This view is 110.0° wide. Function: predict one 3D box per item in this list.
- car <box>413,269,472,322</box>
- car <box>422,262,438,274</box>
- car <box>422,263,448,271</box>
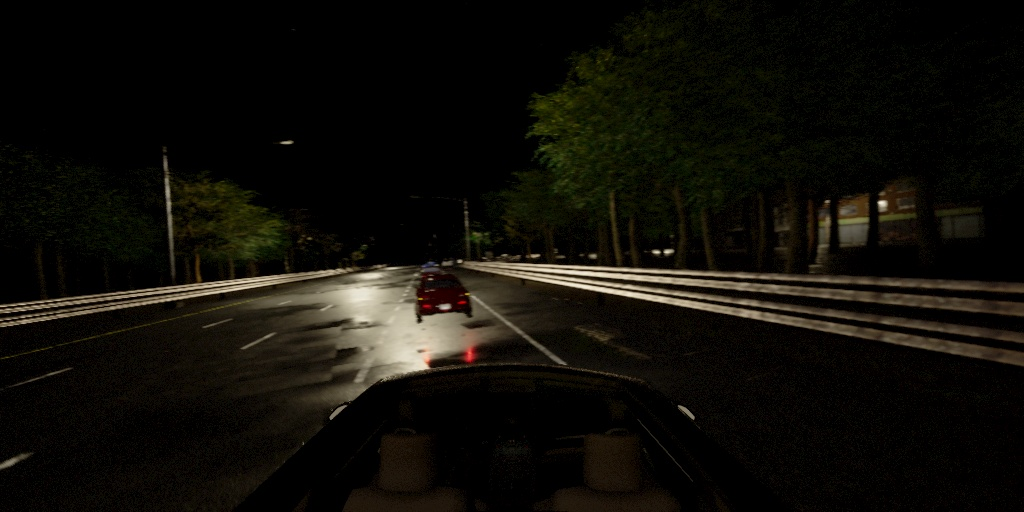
[{"bbox_3d":[-2.584,1.394,13.086,1.812,1.442,4.674,-4,0,-14],"label":"car"},{"bbox_3d":[-12.042,1.783,53.043,1.882,1.535,5.008,-4,0,-9],"label":"car"},{"bbox_3d":[-6.886,1.616,30.654,2.033,1.411,5.357,-4,0,-14],"label":"car"}]
